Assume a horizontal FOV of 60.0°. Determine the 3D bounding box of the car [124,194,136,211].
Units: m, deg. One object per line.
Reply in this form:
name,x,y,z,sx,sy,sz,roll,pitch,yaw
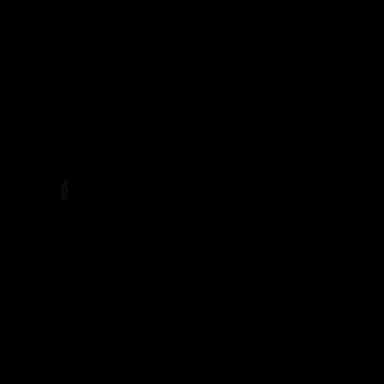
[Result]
car,-5.428,1.074,37.883,2.150,2.045,5.566,1,1,27
